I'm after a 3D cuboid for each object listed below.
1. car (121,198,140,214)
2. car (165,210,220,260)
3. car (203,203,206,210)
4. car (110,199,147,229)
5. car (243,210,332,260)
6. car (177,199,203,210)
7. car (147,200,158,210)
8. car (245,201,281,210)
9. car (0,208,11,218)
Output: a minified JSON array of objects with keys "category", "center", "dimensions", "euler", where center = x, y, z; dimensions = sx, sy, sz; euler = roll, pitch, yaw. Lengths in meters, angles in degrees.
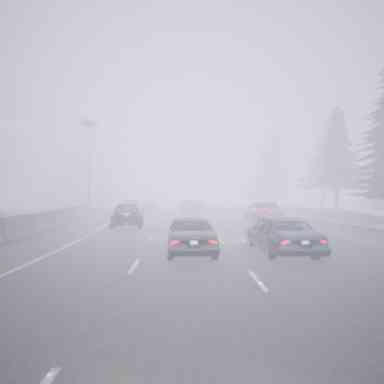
[{"category":"car","center":[-7.811,1.726,42.191],"dimensions":[2.097,1.767,4.553],"euler":[0,-1,-14]},{"category":"car","center":[-0.061,1.664,12.957],"dimensions":[2.033,1.411,5.357],"euler":[0,0,-3]},{"category":"car","center":[0.638,2.020,51.251],"dimensions":[1.994,1.385,4.181],"euler":[0,-1,-17]},{"category":"car","center":[-4.445,1.559,23.401],"dimensions":[2.097,1.767,4.553],"euler":[0,-1,-6]},{"category":"car","center":[3.440,1.664,12.937],"dimensions":[2.033,1.411,5.357],"euler":[0,0,-3]},{"category":"car","center":[-0.525,1.727,42.174],"dimensions":[2.097,1.767,4.553],"euler":[0,-1,-13]},{"category":"car","center":[-6.427,1.975,50.616],"dimensions":[1.812,1.442,4.674],"euler":[1,-1,-17]},{"category":"car","center":[5.730,1.597,27.425],"dimensions":[2.097,1.767,4.553],"euler":[0,-1,-7]},{"category":"car","center":[-15.424,1.821,24.866],"dimensions":[1.895,1.301,4.718],"euler":[0,-1,-8]}]
